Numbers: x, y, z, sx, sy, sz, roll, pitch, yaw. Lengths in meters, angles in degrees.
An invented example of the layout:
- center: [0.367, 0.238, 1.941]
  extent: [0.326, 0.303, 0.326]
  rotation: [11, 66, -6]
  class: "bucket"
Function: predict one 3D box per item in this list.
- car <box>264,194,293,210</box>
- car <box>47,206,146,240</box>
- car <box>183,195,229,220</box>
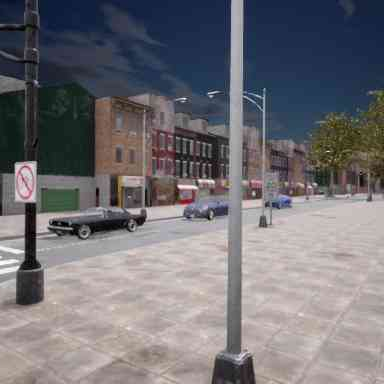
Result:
- center: [9.084, 0.986, 35.249]
  extent: [1.882, 1.535, 5.008]
  rotation: [1, 1, 36]
  class: "car"
- center: [-4.503, 1.408, 16.245]
  extent: [1.895, 1.301, 4.718]
  rotation: [1, 1, 35]
  class: "car"
- center: [1.324, 1.024, 24.401]
  extent: [2.097, 1.767, 4.553]
  rotation: [1, 1, 36]
  class: "car"
